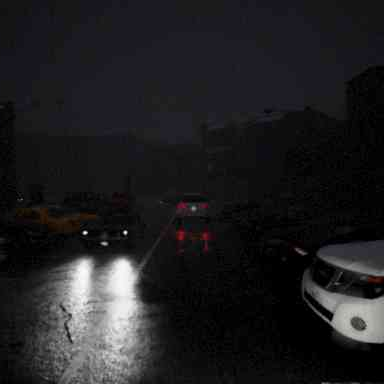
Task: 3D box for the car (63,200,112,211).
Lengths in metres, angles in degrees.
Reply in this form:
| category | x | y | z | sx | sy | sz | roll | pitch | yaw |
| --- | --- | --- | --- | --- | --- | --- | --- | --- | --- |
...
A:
| category | x | y | z | sx | sy | sz | roll | pitch | yaw |
| --- | --- | --- | --- | --- | --- | --- | --- | --- | --- |
| car | -7.494 | 1.379 | 18.445 | 5.366 | 1.575 | 1.946 | 0 | 0 | 0 |

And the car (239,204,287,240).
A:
| category | x | y | z | sx | sy | sz | roll | pitch | yaw |
| --- | --- | --- | --- | --- | --- | --- | --- | --- | --- |
| car | 4.644 | 1.408 | 13.568 | 4.892 | 1.521 | 2.231 | 0 | 0 | 0 |

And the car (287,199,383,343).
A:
| category | x | y | z | sx | sy | sz | roll | pitch | yaw |
| --- | --- | --- | --- | --- | --- | --- | --- | --- | --- |
| car | 4.622 | 1.201 | 5.061 | 5.566 | 2.045 | 2.435 | 0 | 0 | 0 |

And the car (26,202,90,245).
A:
| category | x | y | z | sx | sy | sz | roll | pitch | yaw |
| --- | --- | --- | --- | --- | --- | --- | --- | --- | --- |
| car | -7.864 | 1.394 | 15.505 | 5.366 | 1.575 | 1.946 | 0 | 0 | 0 |

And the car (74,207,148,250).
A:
| category | x | y | z | sx | sy | sz | roll | pitch | yaw |
| --- | --- | --- | --- | --- | --- | --- | --- | --- | --- |
| car | -3.098 | 1.526 | 14.033 | 1.895 | 1.301 | 4.718 | 0 | 0 | 0 |

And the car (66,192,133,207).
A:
| category | x | y | z | sx | sy | sz | roll | pitch | yaw |
| --- | --- | --- | --- | --- | --- | --- | --- | --- | --- |
| car | -7.651 | 1.009 | 27.156 | 5.566 | 2.045 | 2.435 | 0 | 1 | 0 |

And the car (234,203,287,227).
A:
| category | x | y | z | sx | sy | sz | roll | pitch | yaw |
| --- | --- | --- | --- | --- | --- | --- | --- | --- | --- |
| car | 4.653 | 1.433 | 16.238 | 4.674 | 1.452 | 2.002 | 0 | 0 | 0 |

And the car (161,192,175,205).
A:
| category | x | y | z | sx | sy | sz | roll | pitch | yaw |
| --- | --- | --- | --- | --- | --- | --- | --- | --- | --- |
| car | -2.365 | 0.717 | 41.334 | 1.994 | 1.385 | 4.181 | -2 | 4 | -23 |

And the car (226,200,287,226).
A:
| category | x | y | z | sx | sy | sz | roll | pitch | yaw |
| --- | --- | --- | --- | --- | --- | --- | --- | --- | --- |
| car | 4.657 | 1.379 | 19.028 | 4.892 | 1.521 | 2.231 | 0 | 0 | 0 |

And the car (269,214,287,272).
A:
| category | x | y | z | sx | sy | sz | roll | pitch | yaw |
| --- | --- | --- | --- | --- | --- | --- | --- | --- | --- |
| car | 4.644 | 1.437 | 7.857 | 5.008 | 1.535 | 2.097 | 0 | 0 | 0 |

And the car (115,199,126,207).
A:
| category | x | y | z | sx | sy | sz | roll | pitch | yaw |
| --- | --- | --- | --- | --- | --- | --- | --- | --- | --- |
| car | -7.684 | 1.324 | 24.216 | 5.008 | 1.535 | 2.097 | 0 | 1 | 0 |

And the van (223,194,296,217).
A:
| category | x | y | z | sx | sy | sz | roll | pitch | yaw |
| --- | --- | --- | --- | --- | --- | --- | --- | --- | --- |
| van | 4.534 | 1.132 | 21.820 | 4.442 | 1.987 | 1.878 | 0 | 1 | 0 |

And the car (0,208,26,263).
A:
| category | x | y | z | sx | sy | sz | roll | pitch | yaw |
| --- | --- | --- | --- | --- | --- | --- | --- | --- | --- |
| car | -7.711 | 1.303 | 9.629 | 4.553 | 1.767 | 2.185 | 0 | 0 | 0 |

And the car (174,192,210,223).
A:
| category | x | y | z | sx | sy | sz | roll | pitch | yaw |
| --- | --- | --- | --- | --- | --- | --- | --- | --- | --- |
| car | 0.098 | 1.069 | 23.986 | 2.150 | 2.045 | 5.566 | 0 | 1 | 0 |

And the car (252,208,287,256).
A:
| category | x | y | z | sx | sy | sz | roll | pitch | yaw |
| --- | --- | --- | --- | --- | --- | --- | --- | --- | --- |
| car | 4.657 | 1.424 | 10.649 | 4.892 | 1.521 | 2.231 | 0 | 0 | 0 |

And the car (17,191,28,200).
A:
| category | x | y | z | sx | sy | sz | roll | pitch | yaw |
| --- | --- | --- | --- | --- | --- | --- | --- | --- | --- |
| car | -28.763 | 0.499 | 53.120 | 5.008 | 1.535 | 1.882 | -2 | 4 | 12 |

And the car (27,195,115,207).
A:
| category | x | y | z | sx | sy | sz | roll | pitch | yaw |
| --- | --- | --- | --- | --- | --- | --- | --- | --- | --- |
| car | -7.649 | 1.236 | 21.386 | 4.553 | 1.767 | 2.185 | 0 | 0 | 0 |
